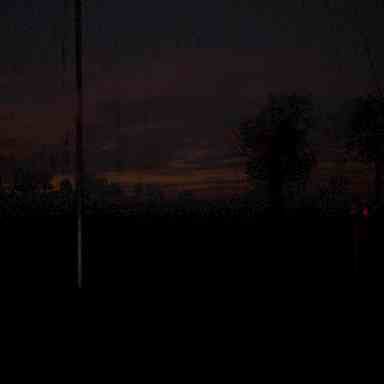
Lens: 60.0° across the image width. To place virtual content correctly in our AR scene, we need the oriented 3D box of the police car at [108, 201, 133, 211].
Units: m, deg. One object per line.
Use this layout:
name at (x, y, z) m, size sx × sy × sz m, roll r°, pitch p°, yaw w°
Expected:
police car at (-12.963, 2.538, 60.440) m, size 1.930 × 1.638 × 5.238 m, roll -2°, pitch -2°, yaw 36°
